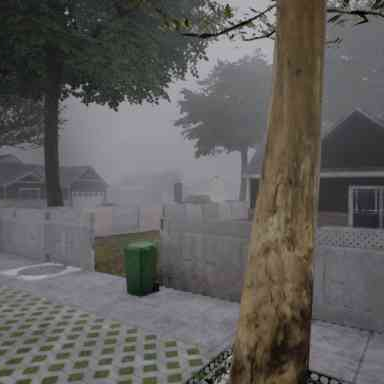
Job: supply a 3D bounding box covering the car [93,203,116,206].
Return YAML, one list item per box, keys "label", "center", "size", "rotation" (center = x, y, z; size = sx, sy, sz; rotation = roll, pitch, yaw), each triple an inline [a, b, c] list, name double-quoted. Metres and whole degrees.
- label: "car"
  center: [-7.840, 1.664, 28.532]
  size: [1.895, 1.301, 4.718]
  rotation: [1, 0, 35]

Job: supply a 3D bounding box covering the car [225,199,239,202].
- label: "car"
  center: [5.674, 1.670, 42.813]
  size: [1.837, 1.490, 4.892]
  rotation: [1, 0, 35]

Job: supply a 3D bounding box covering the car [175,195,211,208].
- label: "car"
  center: [0.267, 1.338, 40.171]
  size: [2.150, 2.045, 5.566]
  rotation: [1, 0, 35]
